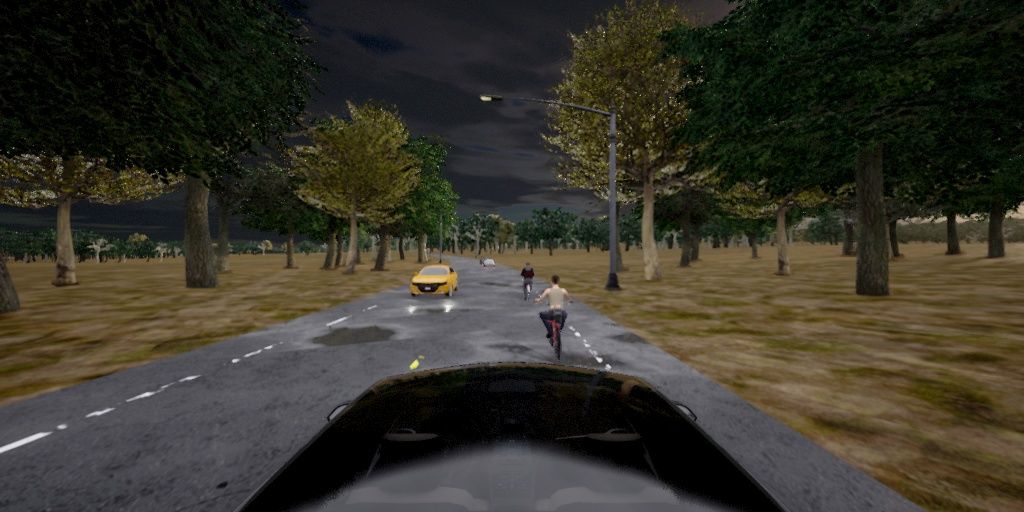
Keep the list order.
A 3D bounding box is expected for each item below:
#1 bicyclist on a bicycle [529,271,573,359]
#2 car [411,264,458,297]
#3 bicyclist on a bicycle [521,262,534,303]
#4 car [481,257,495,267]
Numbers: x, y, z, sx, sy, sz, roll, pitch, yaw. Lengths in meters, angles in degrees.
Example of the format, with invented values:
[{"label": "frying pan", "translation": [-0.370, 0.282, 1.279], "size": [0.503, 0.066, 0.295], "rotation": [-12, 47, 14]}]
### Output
[{"label": "bicyclist on a bicycle", "translation": [0.882, 1.194, 7.441], "size": [0.866, 1.612, 1.509], "rotation": [0, -1, -1]}, {"label": "car", "translation": [-3.991, 1.232, 19.062], "size": [1.882, 1.535, 5.008], "rotation": [0, 0, -2]}, {"label": "bicyclist on a bicycle", "translation": [0.694, 1.129, 15.940], "size": [0.659, 1.776, 1.843], "rotation": [0, 0, -2]}, {"label": "car", "translation": [-4.136, 1.141, 64.107], "size": [1.812, 1.442, 4.674], "rotation": [0, 1, -7]}]
